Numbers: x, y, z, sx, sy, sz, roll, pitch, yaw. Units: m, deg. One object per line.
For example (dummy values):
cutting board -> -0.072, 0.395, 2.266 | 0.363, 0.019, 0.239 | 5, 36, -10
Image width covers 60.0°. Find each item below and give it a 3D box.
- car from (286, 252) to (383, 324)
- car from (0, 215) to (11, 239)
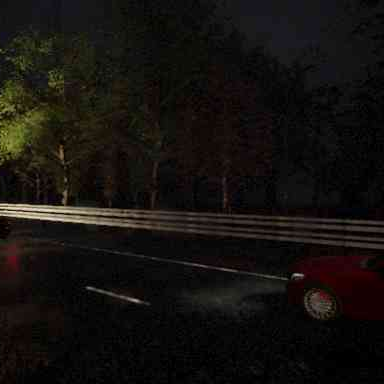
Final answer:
car -> 3.946, 1.533, 5.476 | 4.674, 1.442, 1.812 | 0, 0, 36
car -> -10.476, 1.538, 15.994 | 4.674, 1.442, 1.812 | 0, 0, 36
